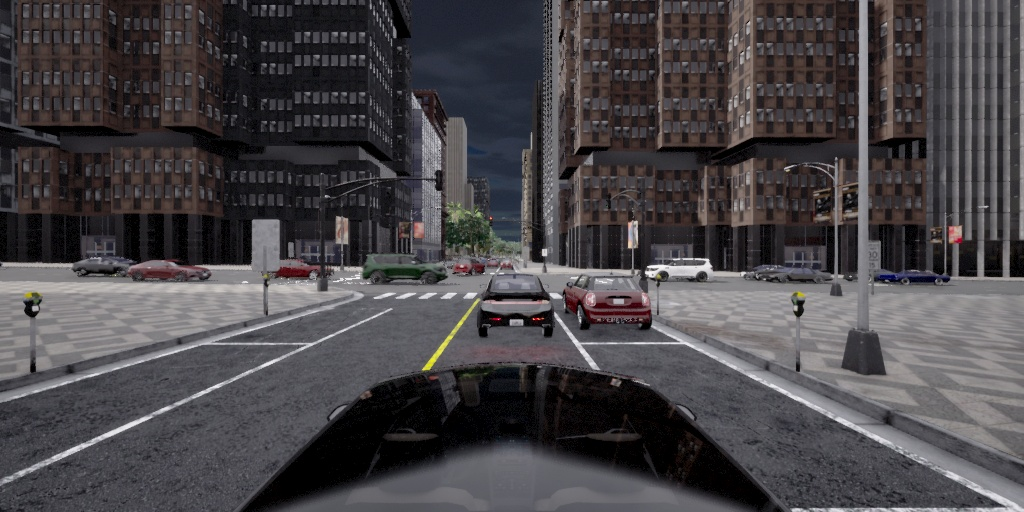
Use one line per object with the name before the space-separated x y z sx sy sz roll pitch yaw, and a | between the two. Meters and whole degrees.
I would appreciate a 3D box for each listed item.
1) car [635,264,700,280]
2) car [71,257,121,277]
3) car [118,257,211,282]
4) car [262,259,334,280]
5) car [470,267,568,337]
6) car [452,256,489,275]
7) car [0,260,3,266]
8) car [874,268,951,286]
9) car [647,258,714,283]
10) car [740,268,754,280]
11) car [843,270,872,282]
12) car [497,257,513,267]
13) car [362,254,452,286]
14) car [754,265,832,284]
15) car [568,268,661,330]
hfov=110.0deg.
car | 14.909 1.533 34.523 5.357 1.411 2.033 1 0 1
car | -30.470 0.842 27.436 4.902 1.511 2.128 1 0 -1
car | -23.110 0.983 24.252 4.674 1.442 1.812 1 0 -1
car | -16.364 1.026 27.559 5.008 1.535 1.882 1 0 0
car | 0.077 1.241 10.260 2.128 1.511 4.902 0 0 -1
car | -4.387 1.066 37.393 2.097 1.767 4.553 0 0 16
car | -51.913 0.572 33.941 5.357 1.411 2.033 1 0 -1
car | 35.077 1.884 31.448 4.718 1.301 1.895 1 0 0
car | 14.510 1.205 31.259 5.566 2.045 2.150 1 0 1
car | 24.708 1.619 34.618 4.902 1.511 2.128 1 0 -1
car | 34.730 1.838 34.697 4.181 1.385 1.994 1 0 -1
car | -0.755 1.198 52.527 1.967 1.591 4.097 0 0 -1
car | -7.232 0.906 24.384 5.566 2.045 2.150 1 0 -1
car | 24.750 1.680 31.367 5.357 1.411 2.033 1 0 0
car | 2.735 1.190 11.146 1.967 1.591 4.097 0 0 0
